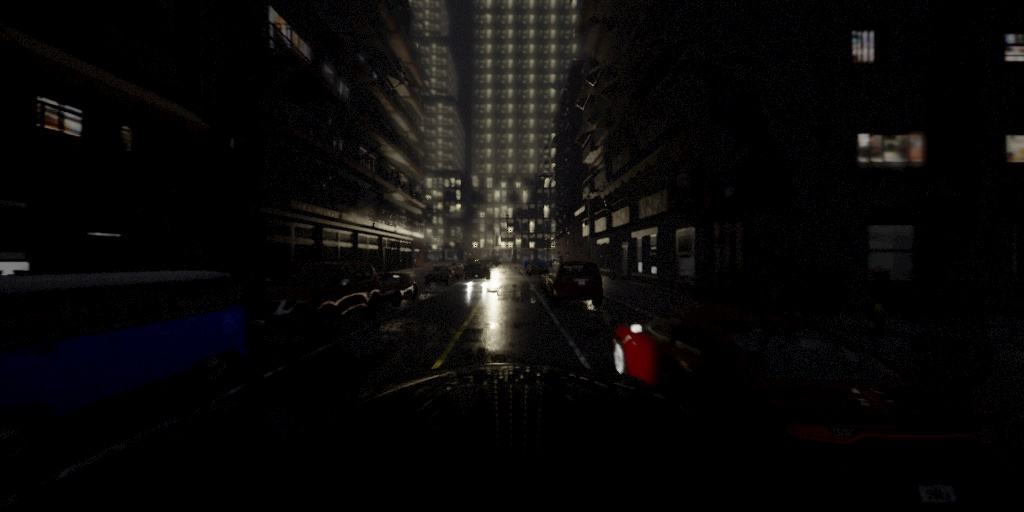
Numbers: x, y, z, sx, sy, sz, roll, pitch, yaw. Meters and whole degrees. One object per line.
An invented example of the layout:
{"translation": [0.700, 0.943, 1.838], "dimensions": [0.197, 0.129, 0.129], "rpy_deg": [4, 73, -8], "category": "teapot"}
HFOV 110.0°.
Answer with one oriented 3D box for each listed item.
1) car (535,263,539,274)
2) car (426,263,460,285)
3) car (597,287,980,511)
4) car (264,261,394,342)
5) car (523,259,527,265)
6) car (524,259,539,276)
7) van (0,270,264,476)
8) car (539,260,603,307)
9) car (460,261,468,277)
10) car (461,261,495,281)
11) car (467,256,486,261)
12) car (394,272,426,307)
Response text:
{"translation": [2.571, 1.326, 21.481], "dimensions": [1.751, 1.417, 4.829], "rpy_deg": [0, 0, 0], "category": "car"}
{"translation": [-5.308, 1.396, 26.953], "dimensions": [1.802, 1.307, 4.207], "rpy_deg": [0, 0, 0], "category": "car"}
{"translation": [2.566, 1.302, 4.390], "dimensions": [1.888, 1.381, 4.507], "rpy_deg": [0, 0, 0], "category": "car"}
{"translation": [-5.313, 1.084, 10.032], "dimensions": [2.192, 1.841, 5.009], "rpy_deg": [0, 0, 0], "category": "car"}
{"translation": [2.578, 1.390, 44.042], "dimensions": [1.751, 1.417, 4.829], "rpy_deg": [0, 0, 0], "category": "car"}
{"translation": [2.576, 1.373, 38.401], "dimensions": [1.751, 1.417, 4.829], "rpy_deg": [0, 0, 0], "category": "car"}
{"translation": [-5.314, 1.096, 4.391], "dimensions": [1.690, 1.789, 3.998], "rpy_deg": [0, 0, 0], "category": "van"}
{"translation": [2.570, 1.101, 15.670], "dimensions": [2.192, 1.841, 5.009], "rpy_deg": [0, 0, 0], "category": "car"}
{"translation": [-5.306, 1.355, 32.423], "dimensions": [1.751, 1.417, 4.829], "rpy_deg": [0, 0, 0], "category": "car"}
{"translation": [-2.789, 1.389, 30.328], "dimensions": [1.994, 1.385, 4.181], "rpy_deg": [0, 0, 1], "category": "car"}
{"translation": [-5.301, 1.195, 49.515], "dimensions": [2.192, 1.841, 5.009], "rpy_deg": [0, 0, 0], "category": "car"}
{"translation": [-5.311, 1.366, 15.673], "dimensions": [1.802, 1.307, 4.207], "rpy_deg": [0, 0, 0], "category": "car"}
